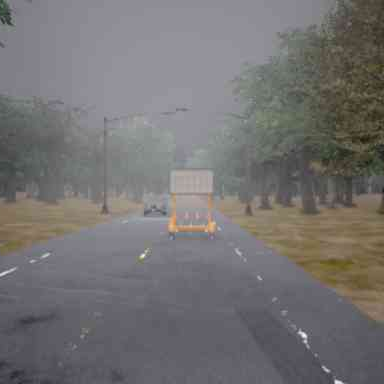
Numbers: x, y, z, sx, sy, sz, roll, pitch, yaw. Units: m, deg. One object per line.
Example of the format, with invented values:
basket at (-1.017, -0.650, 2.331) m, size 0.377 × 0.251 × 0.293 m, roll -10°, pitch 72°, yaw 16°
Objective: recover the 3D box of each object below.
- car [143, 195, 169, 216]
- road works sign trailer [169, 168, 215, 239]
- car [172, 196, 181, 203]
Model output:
car at (-3.596, 1.341, 33.972) m, size 2.150 × 2.045 × 5.566 m, roll 0°, pitch 0°, yaw 0°
road works sign trailer at (-0.016, 0.522, 17.589) m, size 2.380 × 3.560 × 2.880 m, roll 0°, pitch 0°, yaw 0°
car at (-3.503, 1.638, 76.207) m, size 1.837 × 1.490 × 4.892 m, roll 0°, pitch 0°, yaw 0°
